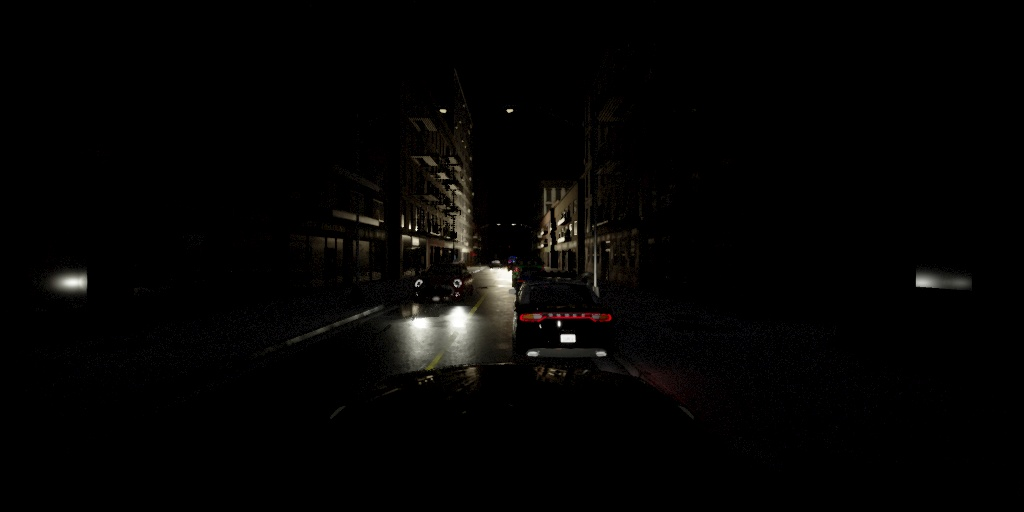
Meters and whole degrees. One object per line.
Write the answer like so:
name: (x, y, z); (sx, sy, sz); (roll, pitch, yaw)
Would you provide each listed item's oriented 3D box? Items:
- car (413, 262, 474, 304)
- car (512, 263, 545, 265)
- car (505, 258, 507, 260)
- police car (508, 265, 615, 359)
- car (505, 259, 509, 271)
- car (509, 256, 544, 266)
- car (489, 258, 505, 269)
car: (-2.987, 1.108, 16.429); (2.097, 1.767, 4.553); (0, 0, 0)
car: (1.028, 1.285, 18.475); (1.812, 1.442, 4.674); (0, 0, 0)
car: (0.429, 1.112, 60.570); (2.150, 2.045, 5.566); (0, 0, 0)
police car: (0.957, 1.176, 8.584); (1.930, 1.638, 5.238); (0, 0, 0)
car: (0.360, 1.436, 47.071); (1.895, 1.301, 4.718); (0, 0, 1)
car: (1.072, 0.993, 24.506); (2.150, 2.045, 5.566); (0, 0, 0)
car: (-2.665, 1.447, 58.942); (1.994, 1.385, 4.181); (0, 0, 1)
